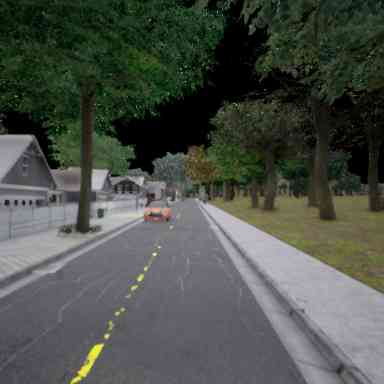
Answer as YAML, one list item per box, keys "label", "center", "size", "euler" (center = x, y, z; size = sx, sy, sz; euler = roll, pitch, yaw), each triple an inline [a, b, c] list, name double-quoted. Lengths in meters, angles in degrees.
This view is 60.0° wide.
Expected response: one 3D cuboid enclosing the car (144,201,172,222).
- label: "car"
  center: [-2.883, 1.571, 28.750]
  size: [2.097, 1.767, 4.553]
  euler: [0, 0, 0]
